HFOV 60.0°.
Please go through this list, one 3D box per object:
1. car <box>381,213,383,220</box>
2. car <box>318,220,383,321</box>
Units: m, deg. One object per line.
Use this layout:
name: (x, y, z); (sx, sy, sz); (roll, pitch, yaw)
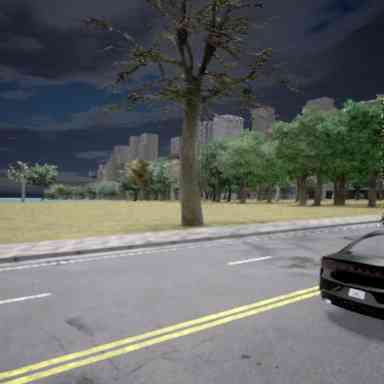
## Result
car: (14.362, 1.507, 21.922); (4.902, 1.511, 2.128); (0, 0, -35)
car: (4.648, 1.479, 6.758); (5.008, 1.535, 1.882); (0, 0, -36)
